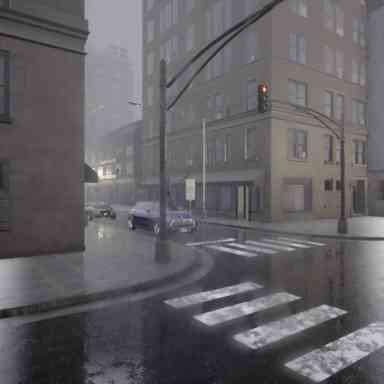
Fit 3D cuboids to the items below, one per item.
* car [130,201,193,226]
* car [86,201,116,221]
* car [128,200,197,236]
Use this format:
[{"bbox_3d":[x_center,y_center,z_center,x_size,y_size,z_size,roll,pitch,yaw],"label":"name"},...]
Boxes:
[{"bbox_3d":[-2.336,1.437,23.899,2.033,1.411,5.357,0,0,-36],"label":"car"},{"bbox_3d":[-7.490,1.427,26.037,1.994,1.385,4.181,0,0,-35],"label":"car"},{"bbox_3d":[-1.692,1.268,17.936,2.097,1.767,4.553,0,0,-36],"label":"car"}]
